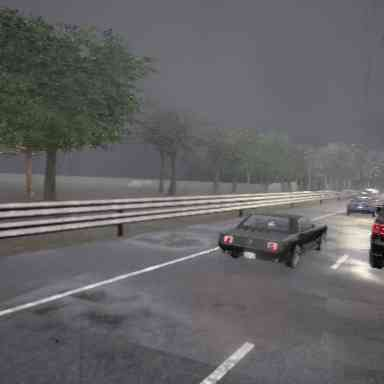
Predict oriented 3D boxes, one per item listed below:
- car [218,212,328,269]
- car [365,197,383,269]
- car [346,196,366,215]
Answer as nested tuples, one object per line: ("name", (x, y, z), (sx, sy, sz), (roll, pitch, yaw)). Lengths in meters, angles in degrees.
("car", (2.740, 1.277, 10.204), (1.895, 1.301, 4.718), (4, 3, 34))
("car", (6.658, 1.070, 9.699), (2.150, 2.045, 5.566), (4, 3, 34))
("car", (13.107, 1.035, 25.286), (1.994, 1.385, 4.181), (4, 3, 34))
